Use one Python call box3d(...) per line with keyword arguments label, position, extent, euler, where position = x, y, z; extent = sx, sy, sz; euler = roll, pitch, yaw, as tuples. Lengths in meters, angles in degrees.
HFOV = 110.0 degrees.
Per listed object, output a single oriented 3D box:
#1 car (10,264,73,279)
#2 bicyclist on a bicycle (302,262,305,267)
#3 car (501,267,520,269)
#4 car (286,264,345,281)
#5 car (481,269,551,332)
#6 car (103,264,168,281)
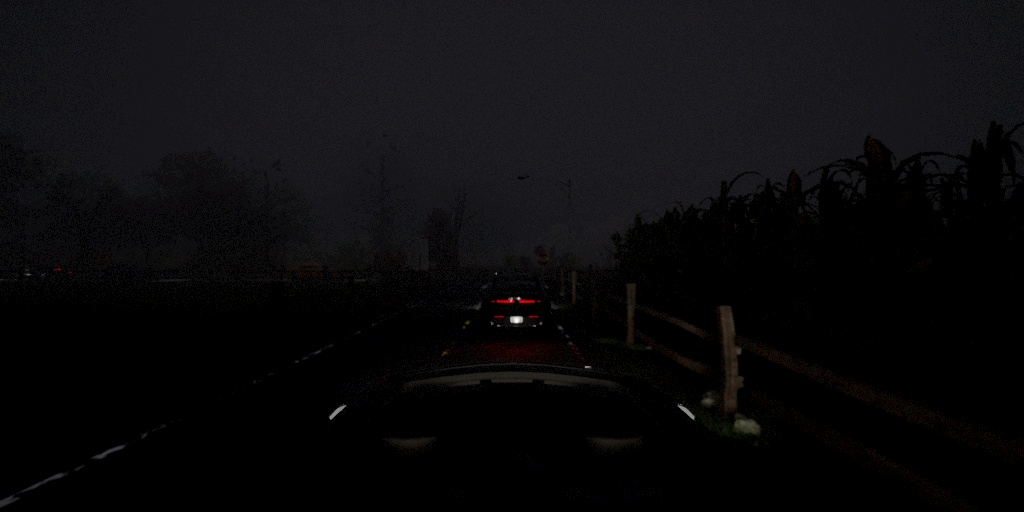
box3d(label="car", position=(-47.208, 1.518, 36.045), extent=(4.892, 1.490, 1.837), euler=(0, 0, 1))
box3d(label="bicyclist on a bicycle", position=(-22.410, 1.475, 38.766), extent=(0.582, 1.620, 1.656), euler=(0, 0, 1))
box3d(label="car", position=(-0.108, 1.436, 23.499), extent=(2.033, 1.411, 5.357), euler=(0, 0, -3))
box3d(label="car", position=(-17.857, 1.451, 32.731), extent=(5.008, 1.535, 1.882), euler=(0, 0, 1))
box3d(label="car", position=(0.104, 1.313, 11.069), extent=(1.837, 1.490, 4.892), euler=(0, -1, 0))
box3d(label="car", position=(-34.562, 1.495, 32.971), extent=(4.892, 1.490, 1.837), euler=(0, 0, 1))
